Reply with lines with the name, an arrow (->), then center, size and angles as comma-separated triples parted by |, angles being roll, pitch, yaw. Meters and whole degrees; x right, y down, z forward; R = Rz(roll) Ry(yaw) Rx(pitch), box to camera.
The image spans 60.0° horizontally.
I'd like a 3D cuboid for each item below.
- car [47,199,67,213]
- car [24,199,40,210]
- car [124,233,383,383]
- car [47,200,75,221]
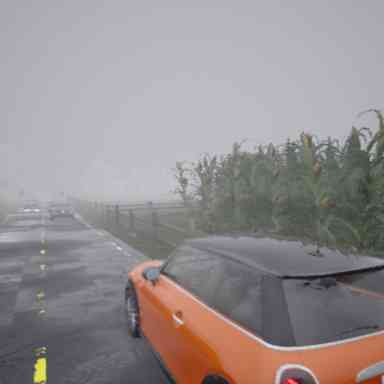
car -> -15.744, 1.610, 38.679 | 1.994, 1.385, 4.181 | -1, 1, -24
car -> -22.209, 1.654, 46.241 | 2.033, 1.411, 5.357 | -1, 0, -24
car -> 0.551, 1.311, 4.206 | 2.097, 1.767, 4.553 | -1, 0, -23
car -> -10.909, 1.577, 27.837 | 2.033, 1.411, 5.357 | -1, 0, -24
